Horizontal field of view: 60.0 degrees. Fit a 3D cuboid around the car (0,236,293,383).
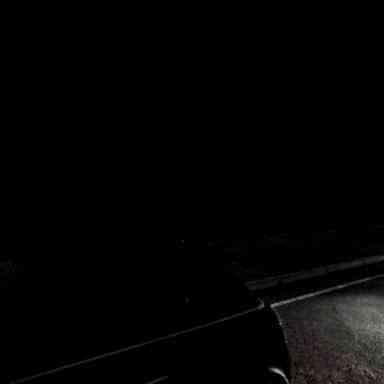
[{"bbox_3d":[-1.282,1.351,2.773,4.553,1.767,2.097,1,0,-35],"label":"car"}]
